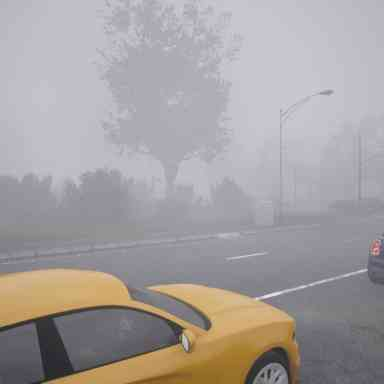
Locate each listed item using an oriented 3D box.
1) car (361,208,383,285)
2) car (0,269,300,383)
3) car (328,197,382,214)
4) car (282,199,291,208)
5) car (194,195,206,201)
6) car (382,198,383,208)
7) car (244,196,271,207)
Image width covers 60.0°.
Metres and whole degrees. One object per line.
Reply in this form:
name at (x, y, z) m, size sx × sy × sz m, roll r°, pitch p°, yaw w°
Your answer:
car at (6.406, 1.352, 8.288) m, size 4.553 × 1.767 × 2.097 m, roll 0°, pitch 0°, yaw -35°
car at (-1.116, 1.478, 2.952) m, size 5.008 × 1.535 × 1.882 m, roll 0°, pitch 0°, yaw -35°
car at (16.462, 1.504, 34.401) m, size 1.837 × 1.490 × 4.892 m, roll 0°, pitch 0°, yaw -29°
car at (12.083, 1.470, 48.337) m, size 1.882 × 1.535 × 5.008 m, roll 0°, pitch 0°, yaw -32°
car at (1.040, 1.387, 65.241) m, size 1.882 × 1.535 × 5.008 m, roll 0°, pitch 0°, yaw -34°
car at (20.114, 1.352, 36.118) m, size 2.097 × 1.767 × 4.553 m, roll 0°, pitch 0°, yaw -35°
car at (9.042, 1.345, 46.595) m, size 2.097 × 1.767 × 4.553 m, roll 0°, pitch 0°, yaw -32°
